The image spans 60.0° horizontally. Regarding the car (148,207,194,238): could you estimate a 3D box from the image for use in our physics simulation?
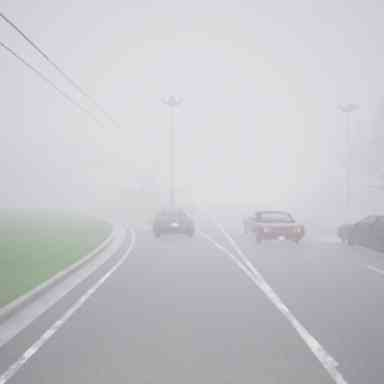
[{"bbox_3d":[-1.182,1.492,17.534,1.994,1.385,4.181,0,0,-11],"label":"car"}]

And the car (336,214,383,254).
[{"bbox_3d":[7.101,1.499,11.795,2.033,1.411,5.357,0,0,0],"label":"car"}]

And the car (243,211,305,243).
[{"bbox_3d":[3.602,1.537,15.559,1.895,1.301,4.718,0,0,0],"label":"car"}]
